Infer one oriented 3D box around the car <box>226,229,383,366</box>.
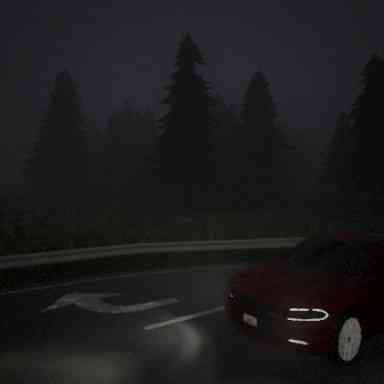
[{"bbox_3d":[2.839,1.482,5.985,5.008,1.535,1.882,0,0,-35],"label":"car"}]
